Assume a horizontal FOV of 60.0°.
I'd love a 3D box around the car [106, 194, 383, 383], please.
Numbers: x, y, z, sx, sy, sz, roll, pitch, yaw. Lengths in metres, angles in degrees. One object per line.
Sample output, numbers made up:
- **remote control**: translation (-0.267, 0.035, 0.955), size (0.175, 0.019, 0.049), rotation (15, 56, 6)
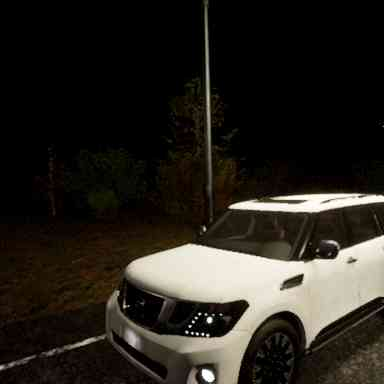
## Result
- **car**: translation (1.515, 1.104, 5.208), size (5.566, 2.045, 2.150), rotation (-2, 1, -39)
